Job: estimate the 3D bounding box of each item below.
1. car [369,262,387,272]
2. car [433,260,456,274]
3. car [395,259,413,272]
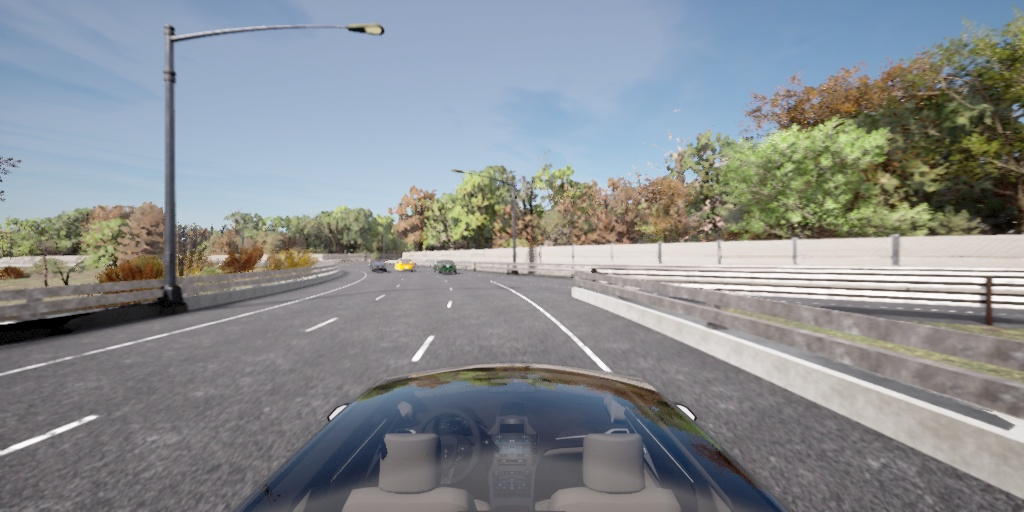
[{"bbox_3d":[-18.564,1.473,49.530,2.033,1.411,5.357,0,0,-27],"label":"car"},{"bbox_3d":[-8.207,1.214,43.283,2.097,1.767,4.553,0,0,-22],"label":"car"},{"bbox_3d":[-15.291,1.388,50.551,1.882,1.535,5.008,0,0,-26],"label":"car"}]
